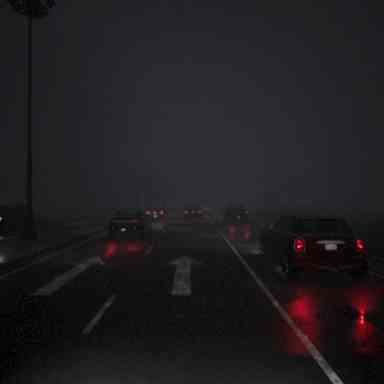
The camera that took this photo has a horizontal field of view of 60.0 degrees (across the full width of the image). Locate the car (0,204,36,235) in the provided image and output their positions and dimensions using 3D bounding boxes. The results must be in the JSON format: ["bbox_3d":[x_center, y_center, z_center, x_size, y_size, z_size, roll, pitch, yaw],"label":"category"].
[{"bbox_3d":[-11.561,1.573,20.428,2.097,1.767,4.553,0,0,0],"label":"car"}]

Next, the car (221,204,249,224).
[{"bbox_3d":[3.602,1.796,28.139,2.128,1.511,4.902,0,-1,0],"label":"car"}]

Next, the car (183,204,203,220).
[{"bbox_3d":[0.102,1.898,32.429,2.033,1.411,5.357,0,-1,0],"label":"car"}]

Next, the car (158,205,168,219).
[{"bbox_3d":[-3.400,1.956,32.797,1.895,1.301,4.718,0,-1,0],"label":"car"}]

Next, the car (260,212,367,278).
[{"bbox_3d":[3.601,1.469,10.739,2.097,1.767,4.553,0,-1,0],"label":"car"}]

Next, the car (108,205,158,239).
[{"bbox_3d":[-3.400,1.695,18.878,2.128,1.511,4.902,0,-1,0],"label":"car"}]
